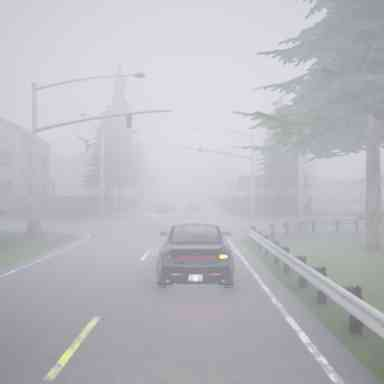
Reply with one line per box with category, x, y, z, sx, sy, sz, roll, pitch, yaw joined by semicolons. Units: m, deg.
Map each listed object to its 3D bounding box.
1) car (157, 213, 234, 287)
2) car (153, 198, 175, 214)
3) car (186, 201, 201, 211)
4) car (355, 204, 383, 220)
car;0.095;1.583;9.534;1.837;1.490;4.892;0;0;0
car;-3.501;1.829;40.956;1.837;1.490;4.892;0;0;0
car;0.203;1.930;46.293;1.994;1.385;4.181;0;0;0
car;15.342;1.696;25.961;4.892;1.490;1.837;0;0;0
